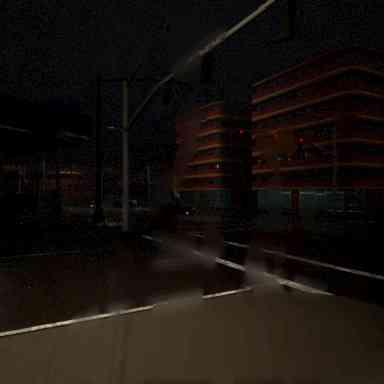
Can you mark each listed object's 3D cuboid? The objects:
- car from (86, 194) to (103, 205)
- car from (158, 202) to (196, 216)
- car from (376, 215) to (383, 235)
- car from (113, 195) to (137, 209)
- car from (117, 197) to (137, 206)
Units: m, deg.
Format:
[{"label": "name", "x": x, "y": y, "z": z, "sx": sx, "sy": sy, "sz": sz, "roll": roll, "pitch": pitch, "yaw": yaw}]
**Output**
[{"label": "car", "x": -17.826, "y": 1.560, "z": 59.892, "sx": 1.837, "sy": 1.490, "sz": 4.892, "roll": 0, "pitch": 0, "yaw": -31}, {"label": "car", "x": -1.523, "y": 1.601, "z": 32.035, "sx": 1.895, "sy": 1.301, "sz": 4.718, "roll": 0, "pitch": 0, "yaw": -31}, {"label": "car", "x": 10.875, "y": 1.505, "z": 14.644, "sx": 4.892, "sy": 1.490, "sz": 1.837, "roll": 0, "pitch": 1, "yaw": 43}, {"label": "car", "x": -9.269, "y": 1.526, "z": 45.204, "sx": 1.812, "sy": 1.442, "sz": 4.674, "roll": 0, "pitch": 0, "yaw": -31}, {"label": "car", "x": -10.813, "y": 1.601, "z": 55.084, "sx": 1.895, "sy": 1.301, "sz": 4.718, "roll": 0, "pitch": 0, "yaw": -31}]
